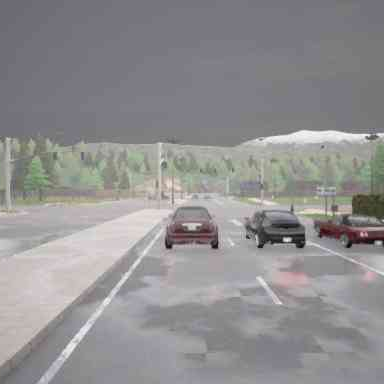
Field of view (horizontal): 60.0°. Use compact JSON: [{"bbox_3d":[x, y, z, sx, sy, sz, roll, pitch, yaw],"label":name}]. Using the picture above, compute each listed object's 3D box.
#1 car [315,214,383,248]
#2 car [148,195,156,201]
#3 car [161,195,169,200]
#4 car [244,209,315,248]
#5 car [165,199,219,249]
[{"bbox_3d":[7.000,1.615,14.680,1.895,1.301,4.718,0,0,0],"label":"car"},{"bbox_3d":[-10.642,1.511,88.639,1.812,1.442,4.674,0,0,1],"label":"car"},{"bbox_3d":[-7.143,1.539,88.585,1.994,1.385,4.181,0,0,1],"label":"car"},{"bbox_3d":[3.500,1.515,14.650,1.837,1.490,4.892,0,0,0],"label":"car"},{"bbox_3d":[0.000,1.364,14.620,2.097,1.767,4.553,0,0,0],"label":"car"}]
